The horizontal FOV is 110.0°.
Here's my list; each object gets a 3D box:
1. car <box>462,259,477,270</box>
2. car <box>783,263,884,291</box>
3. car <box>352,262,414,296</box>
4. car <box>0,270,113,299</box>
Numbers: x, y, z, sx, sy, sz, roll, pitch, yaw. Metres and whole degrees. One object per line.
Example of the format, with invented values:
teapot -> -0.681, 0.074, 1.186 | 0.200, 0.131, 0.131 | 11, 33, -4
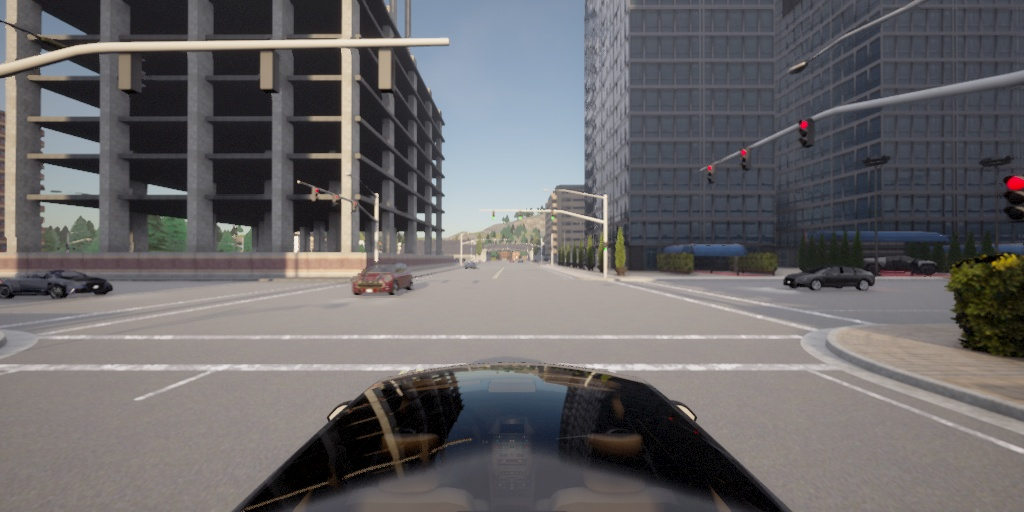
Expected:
car -> -6.984, 1.632, 60.762 | 2.033, 1.411, 5.357 | 0, 0, 0
car -> 19.710, 1.368, 22.397 | 4.892, 1.490, 1.837 | 0, 0, 0
car -> -6.995, 1.148, 19.851 | 2.097, 1.767, 4.553 | 0, -1, 0
car -> -23.205, 1.406, 18.293 | 4.181, 1.385, 1.994 | 0, 0, 0
